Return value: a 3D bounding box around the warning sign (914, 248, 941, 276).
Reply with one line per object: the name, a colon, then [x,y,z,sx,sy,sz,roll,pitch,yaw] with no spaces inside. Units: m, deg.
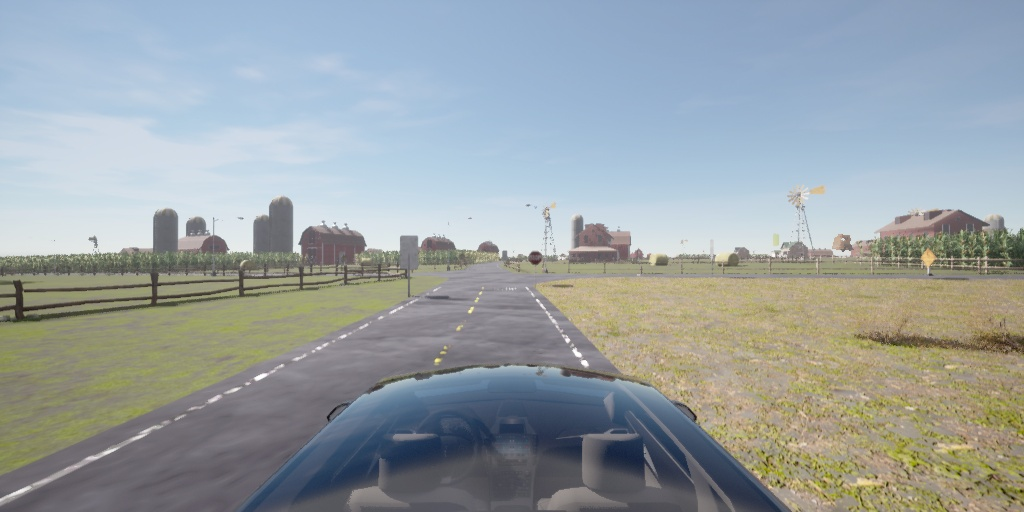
warning sign: [27.619,0.408,23.715,1.060,1.860,1.300,0,0,19]
